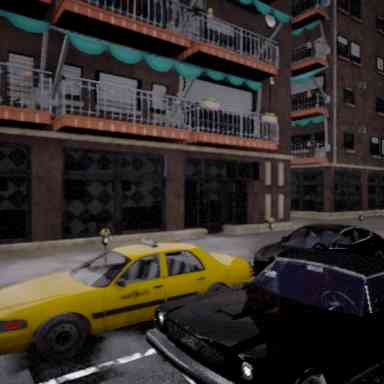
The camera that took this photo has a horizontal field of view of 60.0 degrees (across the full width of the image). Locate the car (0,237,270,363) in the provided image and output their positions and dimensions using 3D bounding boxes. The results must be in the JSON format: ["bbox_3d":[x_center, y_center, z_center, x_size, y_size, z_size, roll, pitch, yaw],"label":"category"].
[{"bbox_3d":[-0.990,1.526,5.850,4.829,1.417,1.752,0,0,-35],"label":"car"}]

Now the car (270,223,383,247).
[{"bbox_3d":[3.645,1.568,9.155,4.313,1.339,1.947,0,0,-35],"label":"car"}]

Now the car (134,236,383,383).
[{"bbox_3d":[1.797,1.602,4.643,4.718,1.301,1.895,0,0,-35],"label":"car"}]
